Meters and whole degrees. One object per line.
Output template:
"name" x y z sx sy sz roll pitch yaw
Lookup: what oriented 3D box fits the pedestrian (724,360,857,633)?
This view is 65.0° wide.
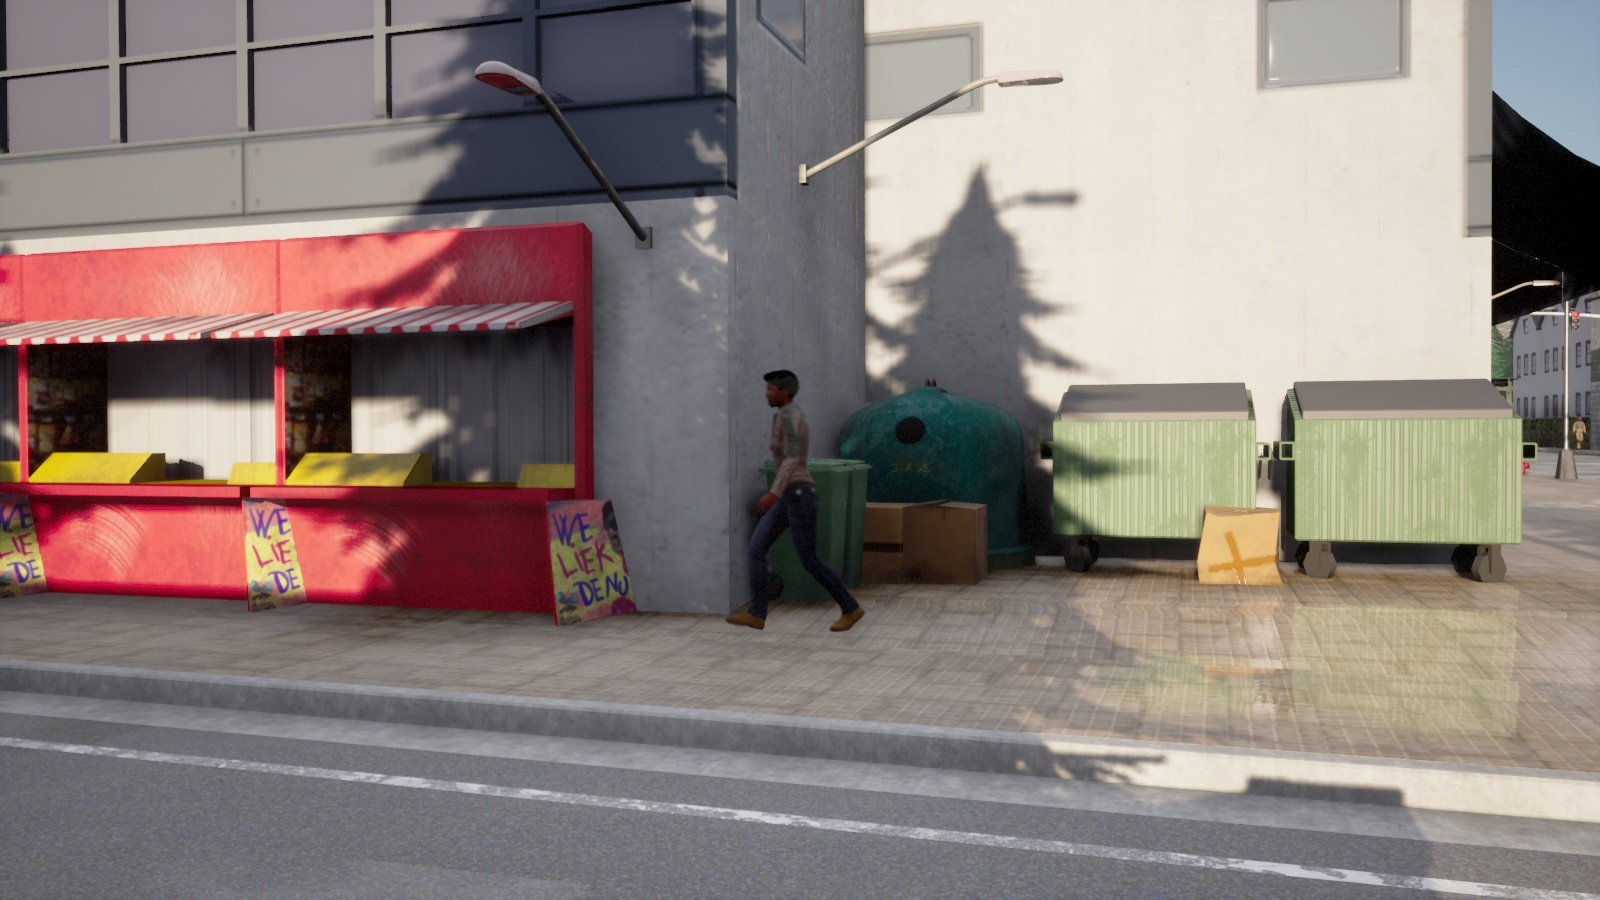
"pedestrian" -0.071 0.306 8.505 0.869 1.805 0.328 0 1 -7

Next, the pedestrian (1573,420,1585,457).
"pedestrian" 40.349 -0.592 65.027 0.396 1.930 0.692 1 1 24
